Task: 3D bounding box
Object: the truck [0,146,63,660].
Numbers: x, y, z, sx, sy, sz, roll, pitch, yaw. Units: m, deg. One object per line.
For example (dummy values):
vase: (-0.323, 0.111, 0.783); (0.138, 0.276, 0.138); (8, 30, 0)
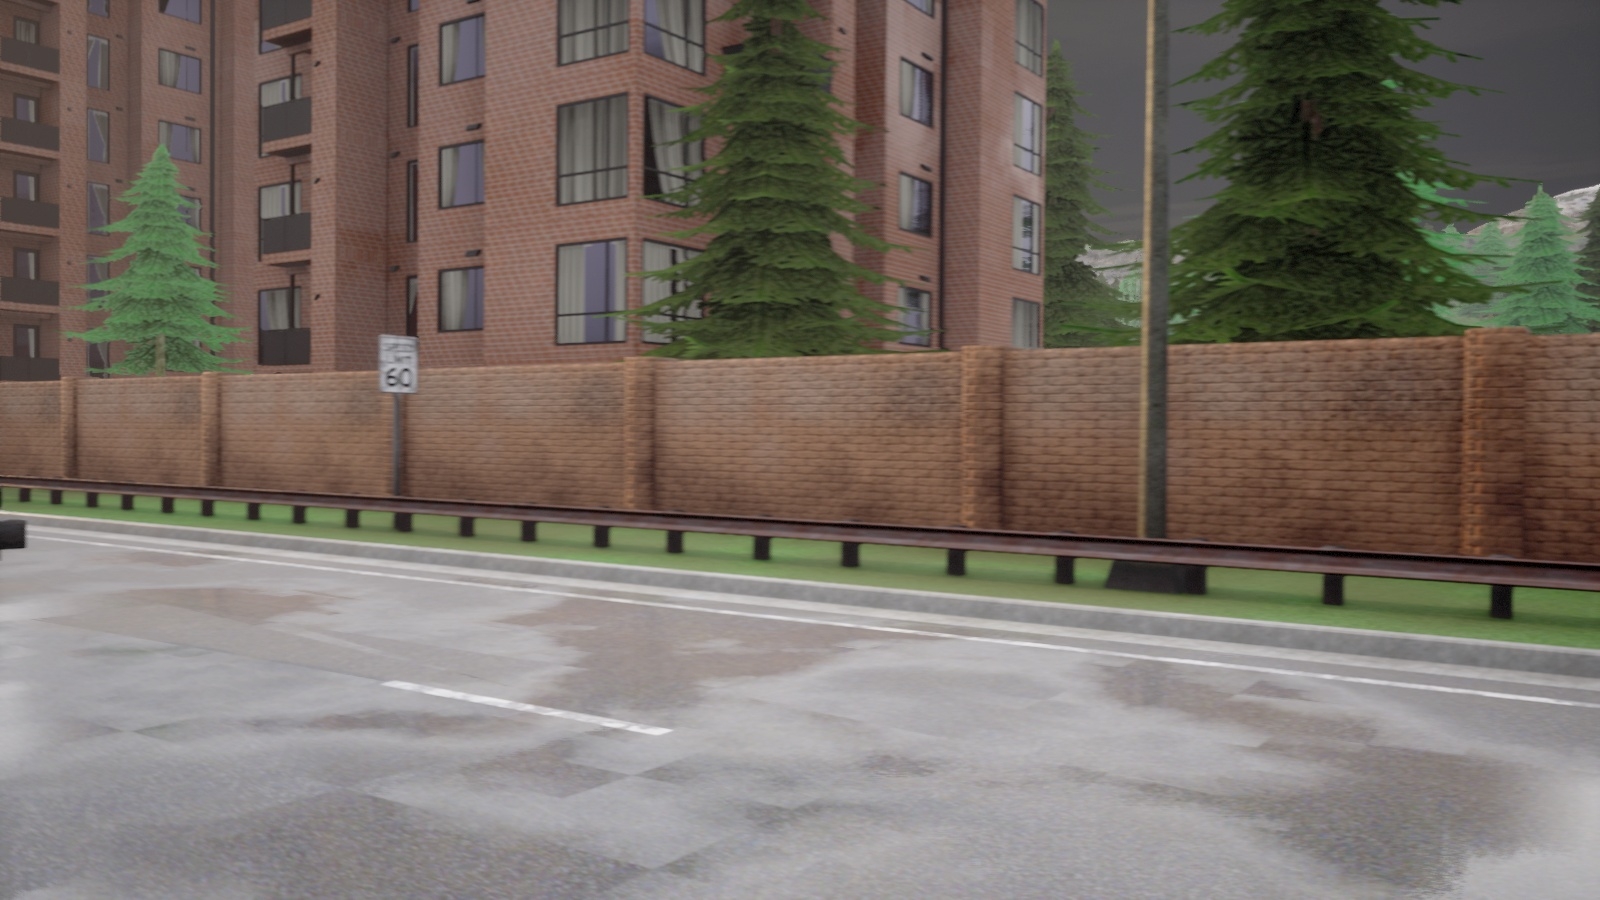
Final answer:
truck: (-9.295, -0.299, 9.780); (7.936, 3.462, 2.891); (0, 1, 34)
